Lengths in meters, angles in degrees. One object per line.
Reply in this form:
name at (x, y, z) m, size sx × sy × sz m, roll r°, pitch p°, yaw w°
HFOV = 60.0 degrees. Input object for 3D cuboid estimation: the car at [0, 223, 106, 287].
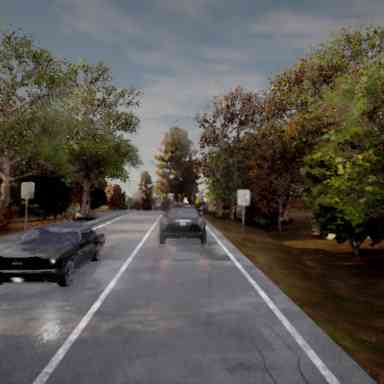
car at (-3.870, 1.611, 9.448) m, size 1.895 × 1.301 × 4.718 m, roll 0°, pitch 0°, yaw -2°

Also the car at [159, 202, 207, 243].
car at (-0.470, 1.390, 16.482) m, size 2.097 × 1.767 × 4.553 m, roll 0°, pitch 0°, yaw -2°

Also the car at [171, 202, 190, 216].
car at (-1.240, 1.689, 34.615) m, size 1.895 × 1.301 × 4.718 m, roll 0°, pitch -1°, yaw -3°
